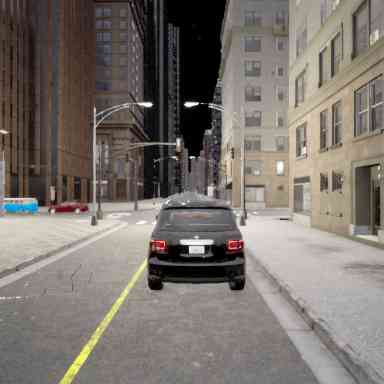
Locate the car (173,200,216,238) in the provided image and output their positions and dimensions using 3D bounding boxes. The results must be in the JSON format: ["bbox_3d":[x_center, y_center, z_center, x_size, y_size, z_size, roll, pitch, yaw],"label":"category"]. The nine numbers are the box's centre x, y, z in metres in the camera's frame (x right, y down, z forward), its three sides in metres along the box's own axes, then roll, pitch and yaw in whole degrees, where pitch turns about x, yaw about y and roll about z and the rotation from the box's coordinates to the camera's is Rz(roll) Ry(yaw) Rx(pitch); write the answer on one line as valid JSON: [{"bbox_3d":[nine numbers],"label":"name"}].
[{"bbox_3d":[0.126,1.357,18.636,2.097,1.767,4.553,0,0,0],"label":"car"}]

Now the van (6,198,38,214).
[{"bbox_3d":[-19.544,1.588,37.558,3.998,1.788,1.690,-1,0,0],"label":"van"}]

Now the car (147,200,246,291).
[{"bbox_3d":[0.115,1.223,9.187,2.150,2.045,5.566,0,0,0],"label":"car"}]

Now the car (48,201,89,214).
[{"bbox_3d":[-13.917,1.724,37.529,4.507,1.381,1.887,-1,0,0],"label":"car"}]
